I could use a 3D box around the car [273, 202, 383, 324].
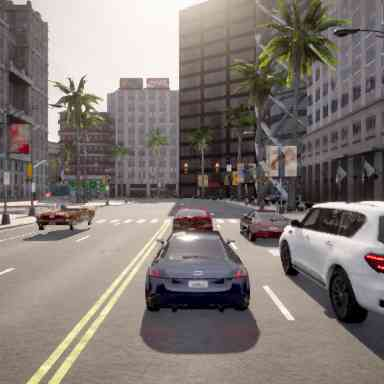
[{"bbox_3d":[3.599,1.218,7.275,2.150,2.045,5.566,0,0,0],"label":"car"}]

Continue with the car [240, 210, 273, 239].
[{"bbox_3d":[3.593,1.564,16.635,1.994,1.385,4.181,0,0,0],"label":"car"}]

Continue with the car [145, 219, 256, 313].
[{"bbox_3d":[0.087,1.562,7.770,1.994,1.385,4.181,0,0,-1],"label":"car"}]

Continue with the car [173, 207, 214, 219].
[{"bbox_3d":[0.086,1.478,16.756,1.882,1.535,5.008,0,0,2],"label":"car"}]

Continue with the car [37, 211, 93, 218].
[{"bbox_3d":[-7.008,1.313,18.883,1.895,1.301,4.718,0,0,0],"label":"car"}]
